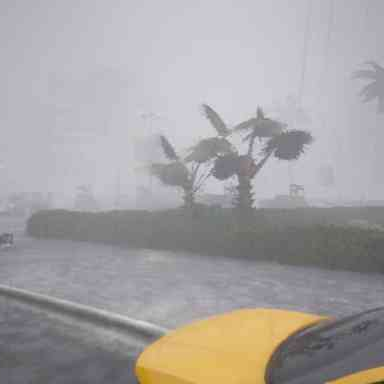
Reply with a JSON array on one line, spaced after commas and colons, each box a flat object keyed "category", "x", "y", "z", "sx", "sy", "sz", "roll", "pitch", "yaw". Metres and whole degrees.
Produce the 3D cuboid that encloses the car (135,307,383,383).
[{"category": "car", "x": 1.759, "y": 1.489, "z": 1.988, "sx": 5.008, "sy": 1.535, "sz": 1.882, "roll": 0, "pitch": 0, "yaw": 37}]
